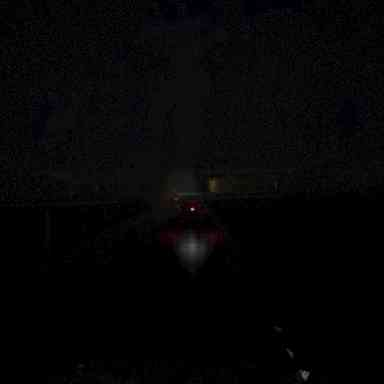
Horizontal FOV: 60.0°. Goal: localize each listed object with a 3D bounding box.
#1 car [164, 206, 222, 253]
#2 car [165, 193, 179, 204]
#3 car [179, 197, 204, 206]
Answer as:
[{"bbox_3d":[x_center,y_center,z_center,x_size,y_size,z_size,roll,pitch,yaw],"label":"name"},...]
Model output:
[{"bbox_3d":[0.046,1.453,12.884,1.895,1.301,4.718,0,1,1],"label":"car"},{"bbox_3d":[-2.782,0.898,47.132,1.882,1.535,5.008,0,0,1],"label":"car"},{"bbox_3d":[0.064,1.180,29.172,1.812,1.442,4.674,0,1,1],"label":"car"}]
